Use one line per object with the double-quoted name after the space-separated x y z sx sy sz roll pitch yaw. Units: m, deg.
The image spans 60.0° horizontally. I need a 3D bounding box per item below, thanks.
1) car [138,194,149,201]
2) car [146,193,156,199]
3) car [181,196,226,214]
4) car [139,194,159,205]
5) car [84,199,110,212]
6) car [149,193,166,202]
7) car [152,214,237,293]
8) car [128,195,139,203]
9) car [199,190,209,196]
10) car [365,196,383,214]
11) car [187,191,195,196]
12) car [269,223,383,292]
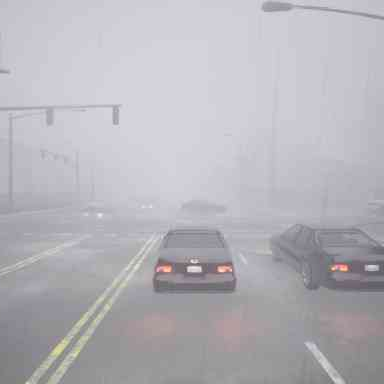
-10.726 1.146 74.173 1.837 1.490 4.892 0 1 0 "car"
-10.768 0.912 88.200 2.033 1.411 5.357 0 1 0 "car"
1.150 1.462 34.291 5.008 1.535 1.882 0 1 36 "car"
-7.256 1.448 55.965 1.994 1.385 4.181 0 1 0 "car"
-10.717 1.513 37.856 1.812 1.442 4.674 0 0 0 "car"
-7.210 1.078 69.094 2.097 1.767 4.553 0 1 0 "car"
0.052 1.547 8.970 2.033 1.411 5.357 0 0 0 "car"
-10.745 1.349 63.062 2.033 1.411 5.357 0 1 0 "car"
3.231 0.593 88.557 2.150 2.045 5.566 0 1 0 "car"
21.317 1.222 35.135 5.566 2.045 2.150 0 0 -2 "car"
-0.270 0.720 88.688 2.097 1.767 4.553 0 1 0 "car"
3.552 1.547 9.079 2.033 1.411 5.357 0 0 0 "car"
